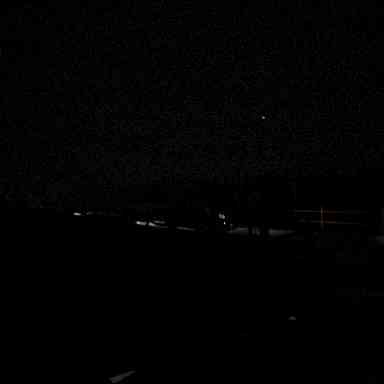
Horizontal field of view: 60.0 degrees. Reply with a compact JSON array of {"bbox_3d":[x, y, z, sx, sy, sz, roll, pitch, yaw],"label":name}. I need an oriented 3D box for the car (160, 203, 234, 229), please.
[{"bbox_3d":[0.506,1.555,22.340,4.553,1.767,2.097,-1,-1,25],"label":"car"}]

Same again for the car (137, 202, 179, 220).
[{"bbox_3d":[-3.500,1.859,33.249,1.882,1.535,5.008,1,-1,-35],"label":"car"}]

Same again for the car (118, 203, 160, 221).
[{"bbox_3d":[-5.268,1.836,30.880,2.128,1.511,4.902,1,-1,-36],"label":"car"}]

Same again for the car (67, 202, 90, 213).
[{"bbox_3d":[-15.689,2.112,45.596,2.033,1.411,5.357,1,-1,-35],"label":"car"}]
